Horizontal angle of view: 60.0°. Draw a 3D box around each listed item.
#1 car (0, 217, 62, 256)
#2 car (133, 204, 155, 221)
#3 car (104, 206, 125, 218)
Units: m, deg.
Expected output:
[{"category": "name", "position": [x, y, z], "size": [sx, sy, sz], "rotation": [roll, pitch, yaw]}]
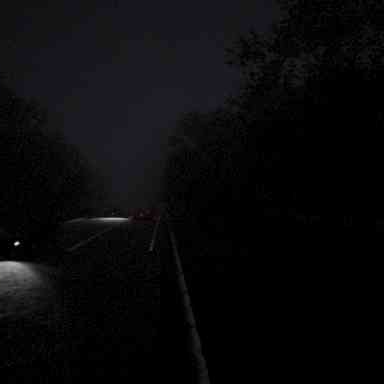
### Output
[{"category": "car", "position": [-7.181, 1.785, 14.356], "size": [2.033, 1.411, 5.357], "rotation": [1, -1, -5]}, {"category": "car", "position": [-5.357, 2.261, 36.473], "size": [1.882, 1.535, 5.008], "rotation": [1, -1, -5]}, {"category": "car", "position": [-9.340, 2.380, 40.398], "size": [1.994, 1.385, 4.181], "rotation": [1, -1, -4]}]
